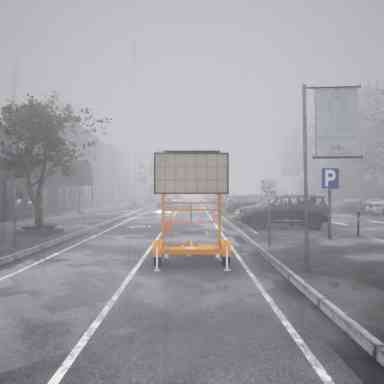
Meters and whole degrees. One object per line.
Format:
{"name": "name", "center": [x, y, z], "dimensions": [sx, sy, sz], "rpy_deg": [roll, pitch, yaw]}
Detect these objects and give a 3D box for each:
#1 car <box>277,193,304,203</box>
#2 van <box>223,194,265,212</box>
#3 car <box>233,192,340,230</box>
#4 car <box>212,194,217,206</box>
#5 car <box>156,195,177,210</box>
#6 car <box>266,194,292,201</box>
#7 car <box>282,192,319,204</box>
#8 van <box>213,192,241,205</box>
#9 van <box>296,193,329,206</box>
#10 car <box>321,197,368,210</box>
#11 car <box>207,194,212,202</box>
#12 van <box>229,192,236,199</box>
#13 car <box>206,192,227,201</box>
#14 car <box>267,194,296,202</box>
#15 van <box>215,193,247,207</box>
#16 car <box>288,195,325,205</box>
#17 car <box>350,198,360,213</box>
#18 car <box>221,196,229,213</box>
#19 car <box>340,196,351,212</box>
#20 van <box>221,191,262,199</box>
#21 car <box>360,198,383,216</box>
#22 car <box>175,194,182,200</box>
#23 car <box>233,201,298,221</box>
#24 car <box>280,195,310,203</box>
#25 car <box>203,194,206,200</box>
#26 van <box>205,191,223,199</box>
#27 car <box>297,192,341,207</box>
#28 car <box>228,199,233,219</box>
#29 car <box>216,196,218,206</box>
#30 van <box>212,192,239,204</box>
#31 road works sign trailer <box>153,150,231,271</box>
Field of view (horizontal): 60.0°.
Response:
{"name": "car", "center": [18.661, 1.091, 63.141], "dimensions": [4.553, 1.767, 2.185], "rpy_deg": [0, 1, 0]}
{"name": "van", "center": [5.754, 1.198, 37.407], "dimensions": [4.442, 1.987, 1.878], "rpy_deg": [0, 0, 0]}
{"name": "car", "center": [5.666, 1.209, 20.585], "dimensions": [5.566, 2.045, 2.435], "rpy_deg": [0, 0, 0]}
{"name": "car", "center": [5.616, 1.378, 45.821], "dimensions": [4.892, 1.521, 2.231], "rpy_deg": [0, 0, 0]}
{"name": "car", "center": [-3.433, 1.379, 41.811], "dimensions": [2.128, 1.511, 4.902], "rpy_deg": [0, 0, 0]}
{"name": "car", "center": [18.608, 1.138, 71.468], "dimensions": [4.892, 1.521, 2.231], "rpy_deg": [0, 1, 0]}
{"name": "car", "center": [18.678, 1.019, 57.587], "dimensions": [5.566, 2.045, 2.435], "rpy_deg": [0, 1, 0]}
{"name": "van", "center": [5.697, 1.076, 54.232], "dimensions": [4.442, 1.987, 1.878], "rpy_deg": [0, 1, 0]}
{"name": "van", "center": [18.785, 1.099, 52.037], "dimensions": [4.442, 1.987, 1.878], "rpy_deg": [0, 1, 0]}
{"name": "car", "center": [18.676, 1.441, 40.928], "dimensions": [4.792, 1.488, 2.163], "rpy_deg": [0, 0, 0]}
{"name": "car", "center": [5.562, 1.078, 51.427], "dimensions": [5.566, 2.045, 2.435], "rpy_deg": [0, 1, 0]}
{"name": "van", "center": [5.783, 1.219, 28.995], "dimensions": [4.442, 1.987, 1.878], "rpy_deg": [0, 0, 0]}
{"name": "car", "center": [5.483, 0.986, 73.854], "dimensions": [4.553, 1.767, 2.185], "rpy_deg": [0, 1, 0]}
{"name": "car", "center": [18.427, 1.160, 68.691], "dimensions": [5.366, 1.575, 1.946], "rpy_deg": [0, 1, 0]}
{"name": "van", "center": [5.716, 1.130, 48.627], "dimensions": [4.442, 1.987, 1.878], "rpy_deg": [0, 0, 0]}
{"name": "car", "center": [18.845, 1.295, 54.814], "dimensions": [5.366, 1.575, 1.946], "rpy_deg": [0, 1, 0]}
{"name": "car", "center": [18.728, 1.441, 32.601], "dimensions": [4.892, 1.521, 2.231], "rpy_deg": [0, 0, 0]}
{"name": "car", "center": [5.651, 1.440, 31.798], "dimensions": [5.008, 1.535, 2.097], "rpy_deg": [0, 0, 0]}
{"name": "car", "center": [18.719, 1.432, 35.379], "dimensions": [5.008, 1.535, 2.097], "rpy_deg": [0, 0, 0]}
{"name": "van", "center": [5.531, 1.208, 34.605], "dimensions": [4.442, 1.987, 1.878], "rpy_deg": [0, 0, 0]}
{"name": "car", "center": [18.714, 1.193, 29.826], "dimensions": [5.566, 2.045, 2.435], "rpy_deg": [0, 0, 0]}
{"name": "car", "center": [-3.412, 1.172, 80.668], "dimensions": [1.895, 1.301, 4.718], "rpy_deg": [0, 1, 0]}
{"name": "car", "center": [5.678, 1.490, 26.192], "dimensions": [4.674, 1.452, 2.002], "rpy_deg": [0, 0, 0]}
{"name": "car", "center": [18.611, 1.273, 60.365], "dimensions": [4.792, 1.488, 2.163], "rpy_deg": [0, 1, 0]}
{"name": "car", "center": [5.505, 0.915, 68.247], "dimensions": [5.566, 2.045, 2.435], "rpy_deg": [0, 1, 0]}
{"name": "van", "center": [5.370, 0.805, 82.263], "dimensions": [4.442, 1.987, 1.878], "rpy_deg": [0, 1, 0]}
{"name": "car", "center": [18.706, 1.100, 49.261], "dimensions": [5.566, 2.045, 2.435], "rpy_deg": [0, 1, 0]}
{"name": "car", "center": [5.500, 1.452, 23.388], "dimensions": [5.366, 1.575, 1.946], "rpy_deg": [0, 0, 0]}
{"name": "car", "center": [5.657, 1.443, 40.211], "dimensions": [4.792, 1.488, 2.163], "rpy_deg": [0, 0, 0]}
{"name": "van", "center": [5.688, 1.049, 57.035], "dimensions": [4.442, 1.987, 1.878], "rpy_deg": [0, 1, 0]}
{"name": "road works sign trailer", "center": [-0.026, 0.458, 10.842], "dimensions": [2.380, 3.560, 2.880], "rpy_deg": [0, 0, -1]}
